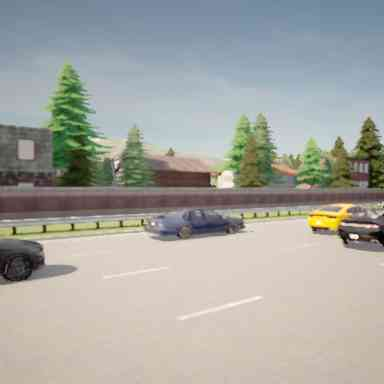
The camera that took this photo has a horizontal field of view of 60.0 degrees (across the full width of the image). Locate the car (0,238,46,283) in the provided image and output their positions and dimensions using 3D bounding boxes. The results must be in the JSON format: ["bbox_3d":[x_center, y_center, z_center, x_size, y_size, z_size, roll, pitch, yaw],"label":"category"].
[{"bbox_3d":[-6.065,1.527,8.017,4.674,1.442,1.812,0,0,-36],"label":"car"}]

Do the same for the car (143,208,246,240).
[{"bbox_3d":[0.249,1.508,16.820,5.357,1.411,2.033,0,0,-35],"label":"car"}]

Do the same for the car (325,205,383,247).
[{"bbox_3d":[7.992,1.434,13.745,4.902,1.511,2.128,0,0,-36],"label":"car"}]

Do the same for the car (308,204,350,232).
[{"bbox_3d":[8.495,1.407,18.401,5.008,1.535,1.882,0,0,-35],"label":"car"}]
